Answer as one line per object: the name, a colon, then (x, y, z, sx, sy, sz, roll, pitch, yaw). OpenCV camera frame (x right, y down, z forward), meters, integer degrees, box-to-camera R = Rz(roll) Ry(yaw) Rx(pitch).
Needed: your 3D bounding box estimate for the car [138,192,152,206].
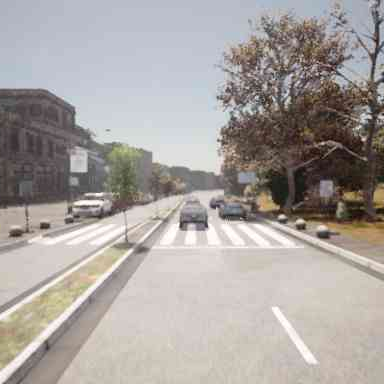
car: (-8.010, 0.964, 50.180, 2.435, 2.045, 5.566, 0, 0, 0)

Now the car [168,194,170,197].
car: (-7.779, 0.862, 88.940, 2.097, 1.535, 5.008, 0, 1, 1)

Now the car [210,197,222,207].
car: (3.264, 1.345, 42.914, 1.994, 1.385, 4.181, 0, 0, 0)

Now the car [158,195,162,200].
car: (-7.910, 1.109, 66.821, 2.163, 1.488, 4.792, 0, 1, 0)

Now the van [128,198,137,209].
van: (-8.075, 1.067, 39.000, 1.878, 1.987, 4.442, 0, 0, 0)

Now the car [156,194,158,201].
car: (-7.944, 1.168, 61.306, 2.002, 1.452, 4.674, 0, 0, 0)

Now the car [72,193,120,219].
car: (-8.140, 1.105, 27.995, 2.435, 2.045, 5.566, 0, 0, 0)

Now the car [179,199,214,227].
car: (0.107, 1.450, 21.826, 2.033, 1.411, 5.357, 0, 0, 0)

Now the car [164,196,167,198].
car: (-7.845, 0.976, 77.948, 2.231, 1.521, 4.892, 0, 1, 0)

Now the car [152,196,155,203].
car: (-7.976, 1.204, 55.727, 2.163, 1.488, 4.792, 0, 0, 0)

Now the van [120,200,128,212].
van: (-8.108, 1.100, 33.453, 1.878, 1.987, 4.442, 0, 0, 0)

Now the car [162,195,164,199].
car: (-7.878, 1.069, 72.398, 2.002, 1.452, 4.674, 0, 1, 0)

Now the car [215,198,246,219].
car: (3.259, 1.437, 27.463, 1.994, 1.385, 4.181, 0, 0, 0)

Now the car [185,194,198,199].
car: (0.114, 1.334, 42.217, 2.033, 1.411, 5.357, 0, 0, 0)
